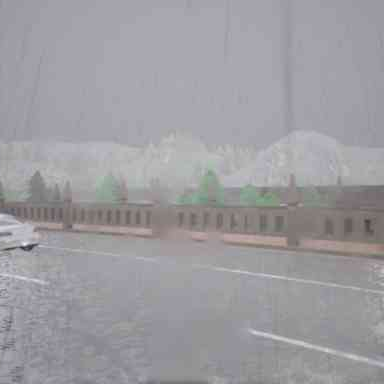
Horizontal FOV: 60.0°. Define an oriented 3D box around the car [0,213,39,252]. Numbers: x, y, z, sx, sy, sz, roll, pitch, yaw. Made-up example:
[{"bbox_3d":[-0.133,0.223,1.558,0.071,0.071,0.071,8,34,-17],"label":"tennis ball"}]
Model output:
[{"bbox_3d":[-7.732,1.528,12.434,4.674,1.442,1.812,0,0,28],"label":"car"}]
